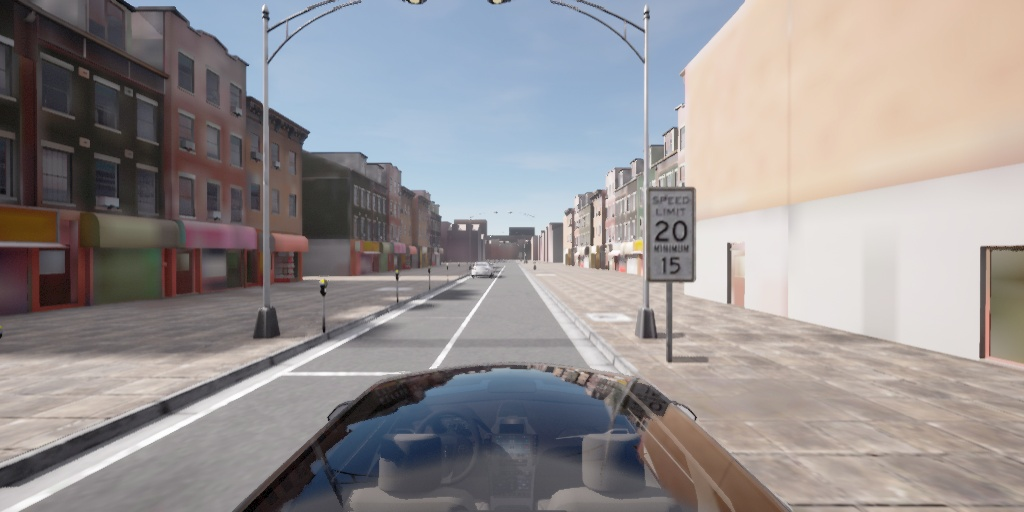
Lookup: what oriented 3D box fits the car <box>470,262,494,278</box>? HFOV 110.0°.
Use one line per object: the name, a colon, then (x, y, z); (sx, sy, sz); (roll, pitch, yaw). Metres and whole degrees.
car: (-2.750, 1.276, 33.792); (1.812, 1.442, 4.674); (0, 0, 0)
